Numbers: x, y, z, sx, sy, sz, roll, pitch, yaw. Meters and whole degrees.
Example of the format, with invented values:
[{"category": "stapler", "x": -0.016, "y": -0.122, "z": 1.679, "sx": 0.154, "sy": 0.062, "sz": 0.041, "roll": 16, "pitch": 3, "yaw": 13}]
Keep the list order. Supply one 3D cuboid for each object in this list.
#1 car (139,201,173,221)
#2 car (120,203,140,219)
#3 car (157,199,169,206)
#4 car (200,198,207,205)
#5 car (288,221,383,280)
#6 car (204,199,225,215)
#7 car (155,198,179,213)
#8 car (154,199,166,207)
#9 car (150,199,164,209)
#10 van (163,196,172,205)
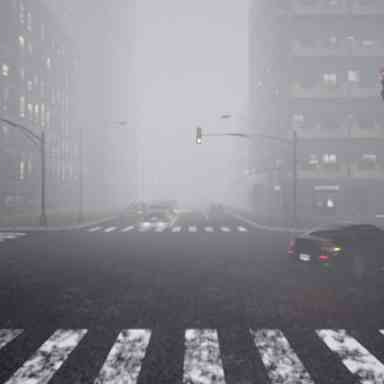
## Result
[{"category": "car", "x": -3.087, "y": 1.777, "z": 29.808, "sx": 2.033, "sy": 1.411, "sz": 5.357, "roll": 0, "pitch": 0, "yaw": 0}, {"category": "car", "x": -5.697, "y": 1.768, "z": 31.576, "sx": 1.752, "sy": 1.417, "sz": 4.829, "roll": -1, "pitch": 0, "yaw": 0}, {"category": "car", "x": -5.692, "y": 2.051, "z": 65.672, "sx": 1.887, "sy": 1.381, "sz": 4.507, "roll": -1, "pitch": 0, "yaw": 0}, {"category": "car", "x": 2.687, "y": 1.991, "z": 71.327, "sx": 1.967, "sy": 1.590, "sz": 4.097, "roll": -1, "pitch": 0, "yaw": 0}, {"category": "car", "x": 4.924, "y": 1.632, "z": 10.170, "sx": 4.674, "sy": 1.442, "sz": 1.812, "roll": 2, "pitch": -2, "yaw": -34}, {"category": "car", "x": 2.684, "y": 1.839, "z": 37.399, "sx": 2.008, "sy": 1.369, "sz": 4.403, "roll": -1, "pitch": 0, "yaw": 0}, {"category": "car", "x": -3.065, "y": 1.798, "z": 39.760, "sx": 2.128, "sy": 1.511, "sz": 4.902, "roll": 0, "pitch": 0, "yaw": 0}, {"category": "car", "x": -5.692, "y": 2.045, "z": 60.017, "sx": 1.802, "sy": 1.307, "sz": 4.206, "roll": -1, "pitch": 0, "yaw": 0}, {"category": "car", "x": -5.694, "y": 1.964, "z": 54.363, "sx": 1.887, "sy": 1.381, "sz": 4.507, "roll": -1, "pitch": 0, "yaw": 0}, {"category": "van", "x": -5.694, "y": 1.935, "z": 76.983, "sx": 1.690, "sy": 1.788, "sz": 3.998, "roll": -1, "pitch": 0, "yaw": 0}]
